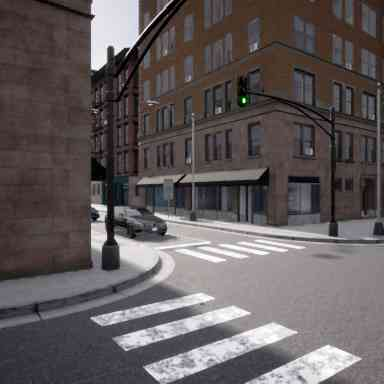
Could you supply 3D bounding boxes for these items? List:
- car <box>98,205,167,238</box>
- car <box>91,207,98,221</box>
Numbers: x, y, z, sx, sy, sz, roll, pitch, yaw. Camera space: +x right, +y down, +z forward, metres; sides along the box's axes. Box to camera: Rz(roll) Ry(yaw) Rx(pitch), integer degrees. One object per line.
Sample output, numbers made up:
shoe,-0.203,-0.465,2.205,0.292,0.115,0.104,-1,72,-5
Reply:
car,-3.064,1.436,17.271,1.812,1.442,4.674,0,0,-35
car,-8.719,1.398,25.197,2.033,1.411,5.357,0,0,-36
